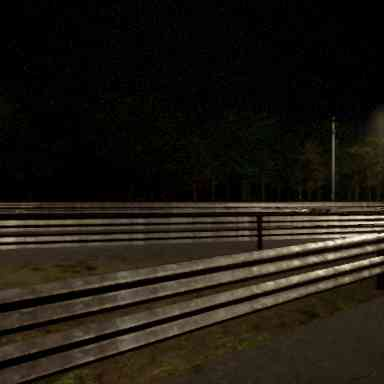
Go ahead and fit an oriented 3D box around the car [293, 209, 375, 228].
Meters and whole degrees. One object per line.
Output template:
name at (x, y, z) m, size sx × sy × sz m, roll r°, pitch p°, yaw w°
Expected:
car at (8.217, 1.633, 19.426) m, size 4.718 × 1.301 × 1.895 m, roll 1°, pitch 0°, yaw -17°
